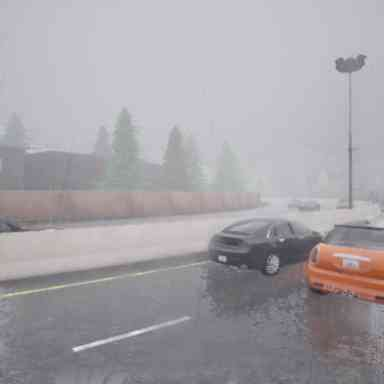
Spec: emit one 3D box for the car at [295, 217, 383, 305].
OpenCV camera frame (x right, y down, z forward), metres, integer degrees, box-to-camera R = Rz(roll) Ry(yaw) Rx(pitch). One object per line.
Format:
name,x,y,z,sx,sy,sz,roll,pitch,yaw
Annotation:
car,4.681,1.411,7.771,4.553,1.767,2.097,0,-1,-40

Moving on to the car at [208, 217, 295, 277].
car,2.672,1.580,10.613,4.892,1.490,1.837,0,0,-40

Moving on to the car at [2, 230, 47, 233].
car,-7.497,1.669,11.657,4.718,1.301,1.895,0,0,-37
